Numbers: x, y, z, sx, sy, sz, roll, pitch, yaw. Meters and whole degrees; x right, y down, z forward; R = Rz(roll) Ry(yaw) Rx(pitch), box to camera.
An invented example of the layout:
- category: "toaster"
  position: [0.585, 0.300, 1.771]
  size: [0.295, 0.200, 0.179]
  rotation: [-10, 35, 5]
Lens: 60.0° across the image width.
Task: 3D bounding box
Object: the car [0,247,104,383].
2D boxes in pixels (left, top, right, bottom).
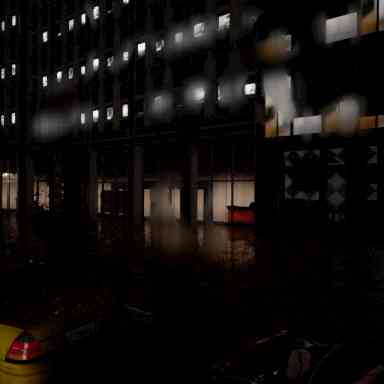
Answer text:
- category: "car"
  position: [-3.085, 1.524, 5.075]
  size: [4.829, 1.417, 1.752]
  rotation: [0, 1, 36]

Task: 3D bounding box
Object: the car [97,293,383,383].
- category: "car"
  position: [1.673, 1.440, 1.666]
  size: [4.097, 1.590, 1.967]
  rotation: [0, 1, 36]
